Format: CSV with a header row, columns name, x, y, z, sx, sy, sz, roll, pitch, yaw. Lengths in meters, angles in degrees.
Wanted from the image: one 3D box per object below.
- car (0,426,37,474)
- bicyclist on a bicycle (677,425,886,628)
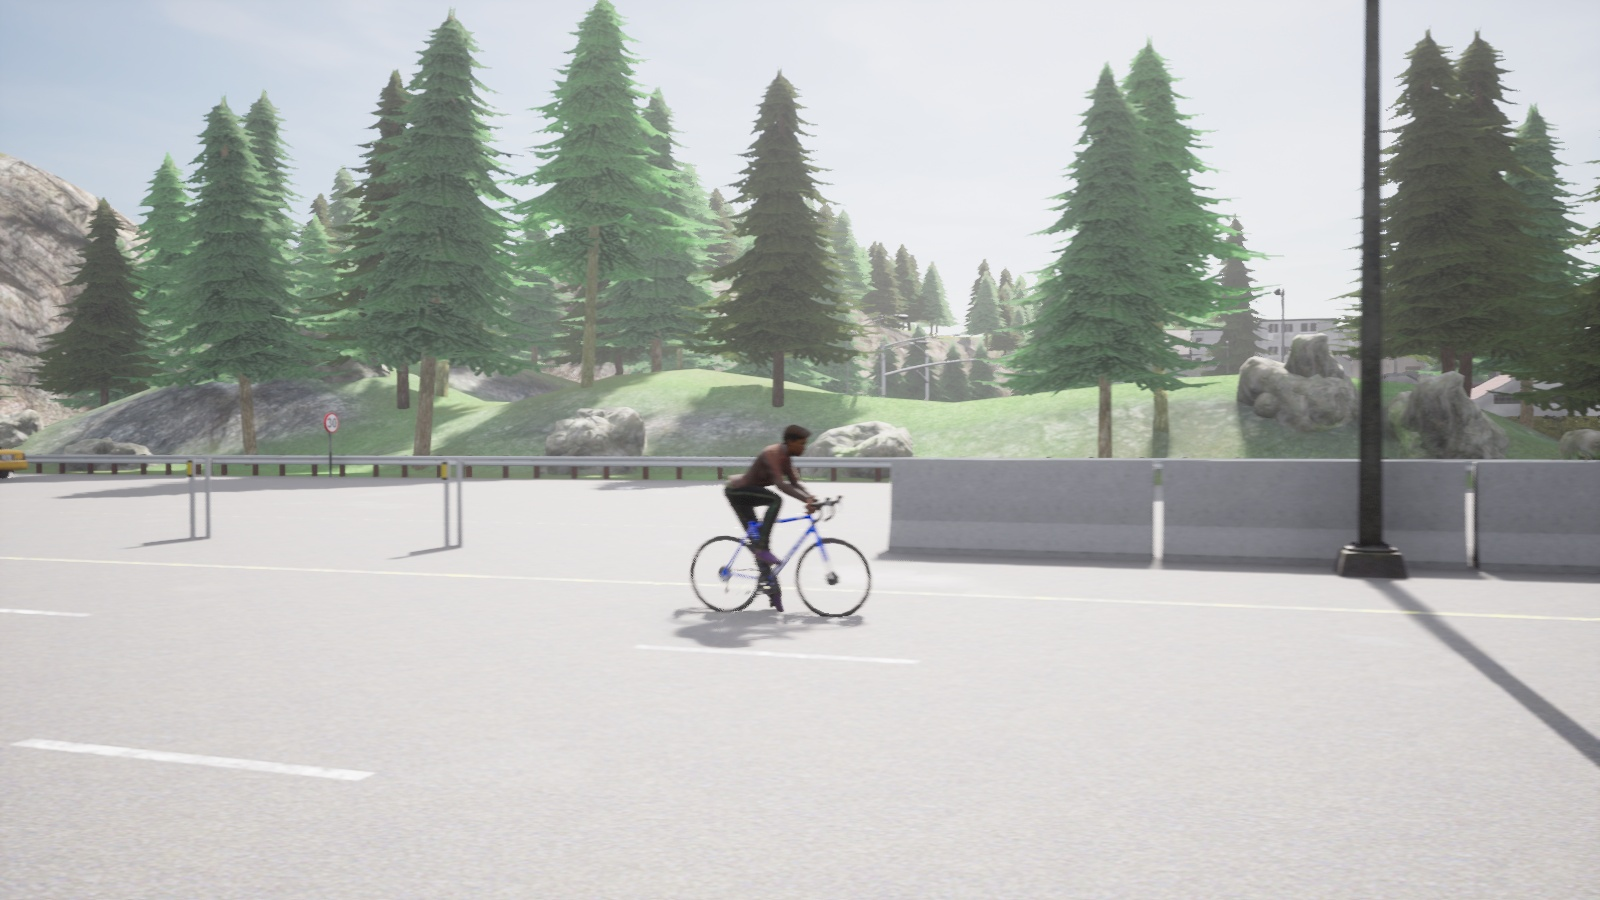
name,x,y,z,sx,sy,sz,roll,pitch,yaw
car,-28.572,-0.020,42.349,5.366,1.575,1.801,1,1,19
bicyclist on a bicycle,-0.153,0.608,10.630,1.656,1.620,0.582,1,1,19
